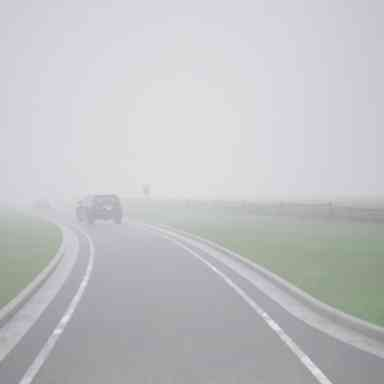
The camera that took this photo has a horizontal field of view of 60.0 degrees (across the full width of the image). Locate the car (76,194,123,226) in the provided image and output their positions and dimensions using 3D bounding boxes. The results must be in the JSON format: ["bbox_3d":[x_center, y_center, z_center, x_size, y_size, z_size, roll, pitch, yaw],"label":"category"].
[{"bbox_3d":[-6.583,1.166,23.357,2.150,2.045,5.566,0,0,-30],"label":"car"}]

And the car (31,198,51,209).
[{"bbox_3d":[-20.117,1.504,44.260,1.994,1.385,4.181,0,0,-31],"label":"car"}]
